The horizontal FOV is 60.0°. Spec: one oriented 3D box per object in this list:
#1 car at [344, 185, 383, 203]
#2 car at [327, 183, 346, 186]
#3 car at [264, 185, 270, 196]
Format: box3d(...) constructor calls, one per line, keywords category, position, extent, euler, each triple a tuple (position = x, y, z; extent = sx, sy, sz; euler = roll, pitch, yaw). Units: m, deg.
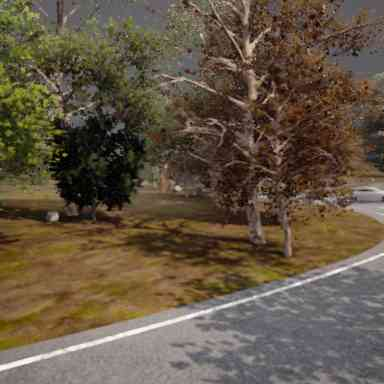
box3d(category="car", position=(17.591, 0.266, 32.628), extent=(1.812, 1.442, 4.674), euler=(-6, 4, -42))
box3d(category="car", position=(27.571, -1.730, 64.230), extent=(4.181, 1.385, 1.994), euler=(-4, 3, -20))
box3d(category="car", position=(12.319, -0.545, 51.697), extent=(2.150, 2.045, 5.566), euler=(-3, 2, 14))
